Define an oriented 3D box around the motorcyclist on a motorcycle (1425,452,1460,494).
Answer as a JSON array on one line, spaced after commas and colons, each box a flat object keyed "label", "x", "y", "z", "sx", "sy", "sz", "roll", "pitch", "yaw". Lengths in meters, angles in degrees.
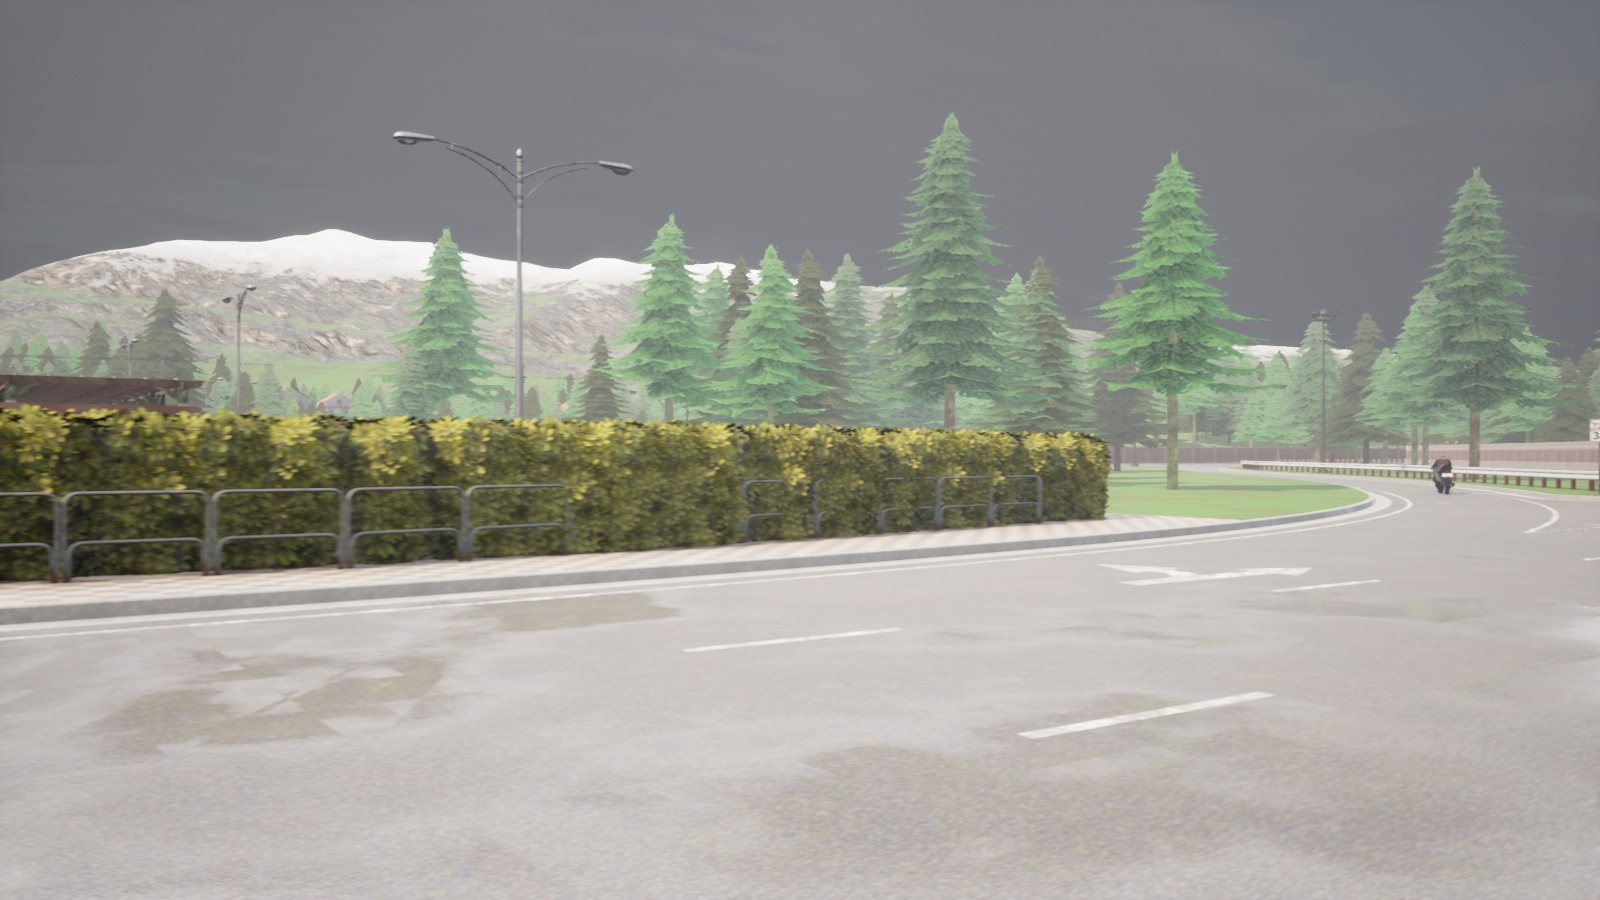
[{"label": "motorcyclist on a motorcycle", "x": 24.198, "y": 0.845, "z": 47.355, "sx": 0.866, "sy": 1.530, "sz": 2.191, "roll": 0, "pitch": 0, "yaw": 19}]
